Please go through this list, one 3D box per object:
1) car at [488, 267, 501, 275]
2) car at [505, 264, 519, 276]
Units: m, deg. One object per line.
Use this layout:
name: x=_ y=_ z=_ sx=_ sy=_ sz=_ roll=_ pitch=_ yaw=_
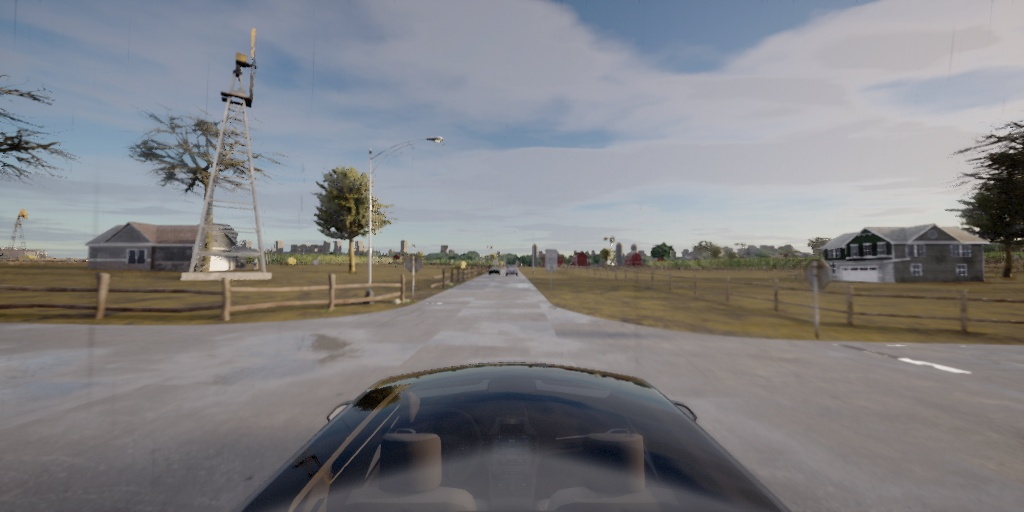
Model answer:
car: x=-2.769 y=2.395 z=57.553 sx=1.895 sy=1.301 sz=4.718 roll=0 pitch=-1 yaw=0
car: x=-0.017 y=2.247 z=52.582 sx=2.033 sy=1.411 sz=5.357 roll=0 pitch=-1 yaw=0
